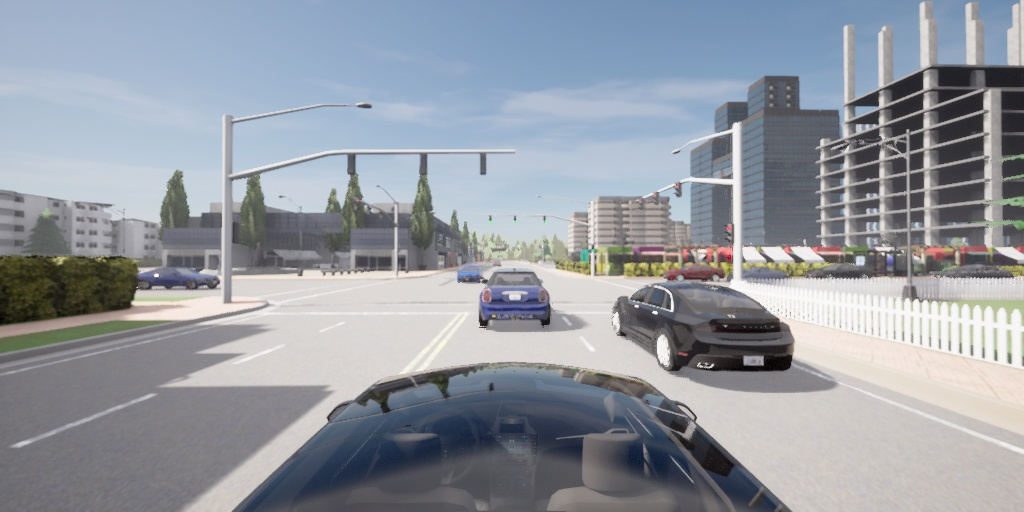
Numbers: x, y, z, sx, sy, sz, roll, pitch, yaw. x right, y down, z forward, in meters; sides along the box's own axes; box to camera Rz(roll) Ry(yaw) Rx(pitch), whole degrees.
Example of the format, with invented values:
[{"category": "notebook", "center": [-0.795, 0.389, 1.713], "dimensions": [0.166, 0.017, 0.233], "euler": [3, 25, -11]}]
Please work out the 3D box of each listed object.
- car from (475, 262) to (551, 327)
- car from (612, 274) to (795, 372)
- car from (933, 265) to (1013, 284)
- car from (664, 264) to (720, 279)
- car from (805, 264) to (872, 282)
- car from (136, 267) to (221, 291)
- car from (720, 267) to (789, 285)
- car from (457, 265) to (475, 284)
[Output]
[{"category": "car", "center": [0.011, 1.190, 12.120], "dimensions": [2.097, 1.767, 4.553], "euler": [0, -1, -2]}, {"category": "car", "center": [3.581, 1.307, 7.715], "dimensions": [1.837, 1.490, 4.892], "euler": [0, 0, 0]}, {"category": "car", "center": [36.423, 1.481, 28.406], "dimensions": [4.892, 1.490, 1.837], "euler": [0, 0, -1]}, {"category": "car", "center": [15.863, 1.480, 31.406], "dimensions": [5.008, 1.535, 1.882], "euler": [0, 0, -1]}, {"category": "car", "center": [28.823, 1.483, 31.725], "dimensions": [5.008, 1.535, 1.882], "euler": [0, 0, -1]}, {"category": "car", "center": [-21.750, 1.459, 23.364], "dimensions": [4.674, 1.442, 1.812], "euler": [0, 0, -2]}, {"category": "car", "center": [19.119, 1.537, 27.985], "dimensions": [4.181, 1.385, 1.994], "euler": [0, 0, -1]}, {"category": "car", "center": [-3.486, 1.521, 30.458], "dimensions": [1.882, 1.535, 5.008], "euler": [0, 1, 0]}]
